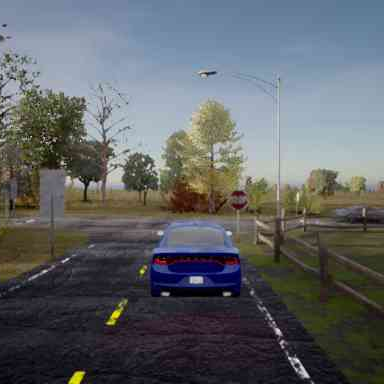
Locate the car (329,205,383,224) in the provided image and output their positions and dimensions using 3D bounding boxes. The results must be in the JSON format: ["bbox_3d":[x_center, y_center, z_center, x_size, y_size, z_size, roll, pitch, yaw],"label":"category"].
[{"bbox_3d":[13.043,1.731,26.150,4.181,1.385,1.994,1,1,-1],"label":"car"}]

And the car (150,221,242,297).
[{"bbox_3d":[0.074,1.473,8.612,1.882,1.535,5.008,0,0,0],"label":"car"}]
